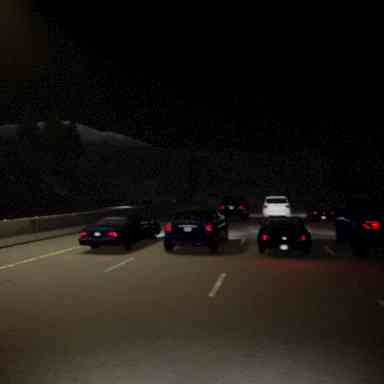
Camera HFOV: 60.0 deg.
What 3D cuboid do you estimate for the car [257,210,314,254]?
[{"bbox_3d":[3.752,1.655,13.876,1.895,1.301,4.718,-1,0,13],"label":"car"}]

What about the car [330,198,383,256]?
[{"bbox_3d":[7.130,1.220,12.985,2.150,2.045,5.566,-1,0,13],"label":"car"}]

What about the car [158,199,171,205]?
[{"bbox_3d":[-5.723,2.131,69.878,2.033,1.411,5.357,-1,0,7],"label":"car"}]

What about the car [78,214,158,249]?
[{"bbox_3d":[-3.088,1.702,15.374,2.033,1.411,5.357,-1,0,13],"label":"car"}]

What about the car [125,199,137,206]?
[{"bbox_3d":[-12.719,2.213,70.232,2.128,1.511,4.902,-1,0,7],"label":"car"}]

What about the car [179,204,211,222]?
[{"bbox_3d":[0.393,1.820,30.085,1.895,1.301,4.718,-1,0,13],"label":"car"}]

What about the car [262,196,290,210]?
[{"bbox_3d":[7.181,1.334,28.400,2.150,2.045,5.566,-1,0,13],"label":"car"}]

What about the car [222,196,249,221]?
[{"bbox_3d":[3.772,1.384,29.192,2.150,2.045,5.566,-1,0,13],"label":"car"}]

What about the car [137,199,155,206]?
[{"bbox_3d":[-9.221,2.180,70.055,2.033,1.411,5.357,-1,0,7],"label":"car"}]

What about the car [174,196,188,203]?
[{"bbox_3d":[-2.223,1.771,69.673,2.150,2.045,5.566,-1,0,7],"label":"car"}]

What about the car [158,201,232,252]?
[{"bbox_3d":[0.339,1.455,14.661,2.097,1.767,4.553,-1,-1,13],"label":"car"}]

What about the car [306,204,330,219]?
[{"bbox_3d":[10.611,1.668,27.669,1.895,1.301,4.718,-1,0,13],"label":"car"}]
